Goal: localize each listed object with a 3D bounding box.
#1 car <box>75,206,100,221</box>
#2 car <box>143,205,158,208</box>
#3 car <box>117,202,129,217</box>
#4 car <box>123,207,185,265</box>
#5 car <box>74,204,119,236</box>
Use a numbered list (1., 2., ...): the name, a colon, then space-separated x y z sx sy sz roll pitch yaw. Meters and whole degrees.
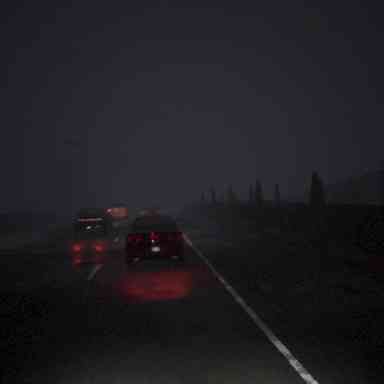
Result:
1. car: -11.833 2.399 38.013 1.882 1.535 5.008 -2 -3 -8
2. car: -4.097 1.986 32.855 1.895 1.301 4.718 -2 -2 -8
3. car: -8.214 2.090 37.340 2.097 1.767 4.553 -2 -3 -8
4. car: -1.415 1.579 12.411 1.882 1.535 5.008 -2 0 -8
5. car: -6.053 1.784 20.851 2.128 1.511 4.902 -2 0 -8
